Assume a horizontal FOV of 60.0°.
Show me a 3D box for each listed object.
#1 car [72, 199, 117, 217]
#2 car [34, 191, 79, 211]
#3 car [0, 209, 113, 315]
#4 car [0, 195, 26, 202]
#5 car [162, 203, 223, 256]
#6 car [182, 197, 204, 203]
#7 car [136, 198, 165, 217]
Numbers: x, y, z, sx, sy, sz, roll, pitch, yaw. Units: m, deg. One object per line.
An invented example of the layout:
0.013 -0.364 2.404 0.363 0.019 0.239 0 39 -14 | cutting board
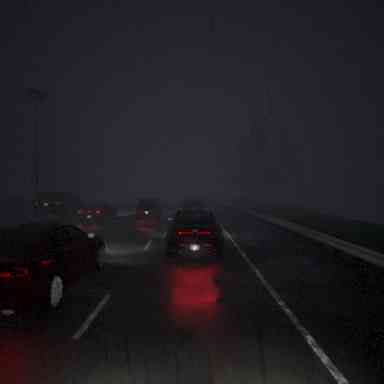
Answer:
-6.917 1.351 24.642 1.895 1.301 4.718 0 1 0 | car
-10.408 0.956 26.361 2.150 2.045 5.566 0 1 0 | car
-3.428 1.400 7.553 1.882 1.535 5.008 0 1 0 | car
-21.267 1.109 39.063 1.837 1.490 4.892 0 1 -2 | car
0.090 1.380 12.470 1.837 1.490 4.892 0 1 0 | car
0.097 1.174 30.065 1.882 1.535 5.008 0 1 0 | car
-3.409 1.229 27.439 1.837 1.490 4.892 0 1 0 | car
